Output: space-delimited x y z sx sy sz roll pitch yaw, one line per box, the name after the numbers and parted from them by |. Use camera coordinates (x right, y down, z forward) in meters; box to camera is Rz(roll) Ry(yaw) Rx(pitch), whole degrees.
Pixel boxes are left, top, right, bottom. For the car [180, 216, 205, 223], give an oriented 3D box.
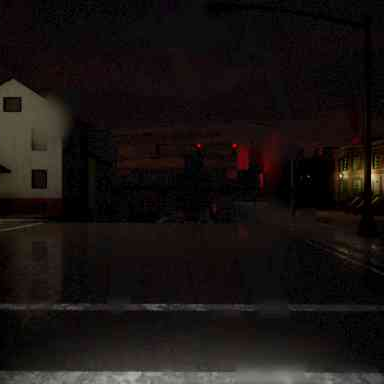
0.017 4.245 39.909 2.150 2.045 5.566 0 -13 -1 | car
